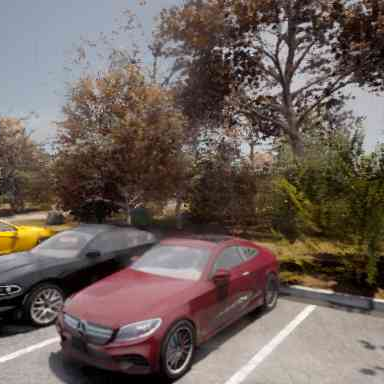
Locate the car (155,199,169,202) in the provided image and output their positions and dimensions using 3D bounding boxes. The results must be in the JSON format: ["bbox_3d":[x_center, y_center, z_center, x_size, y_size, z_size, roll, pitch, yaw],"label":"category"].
[{"bbox_3d":[-6.009,1.185,60.019,1.895,1.301,4.718,-1,1,-45],"label":"car"}]

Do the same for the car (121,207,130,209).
[{"bbox_3d":[-9.037,1.475,39.360,1.994,1.385,4.181,-4,-1,35],"label":"car"}]

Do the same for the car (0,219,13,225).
[{"bbox_3d":[-6.762,1.524,10.671,2.097,1.535,5.008,-1,0,36],"label":"car"}]

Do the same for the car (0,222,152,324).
[{"bbox_3d":[-2.233,1.495,7.432,2.097,1.535,5.008,0,0,36],"label":"car"}]

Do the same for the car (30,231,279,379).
[{"bbox_3d":[0.030,1.527,5.805,2.002,1.452,4.674,0,0,36],"label":"car"}]
